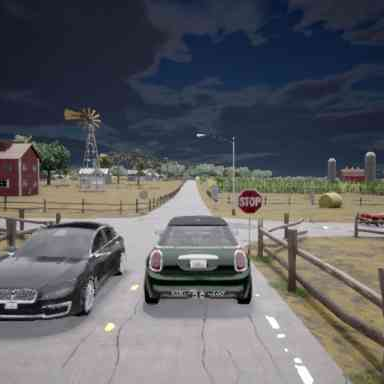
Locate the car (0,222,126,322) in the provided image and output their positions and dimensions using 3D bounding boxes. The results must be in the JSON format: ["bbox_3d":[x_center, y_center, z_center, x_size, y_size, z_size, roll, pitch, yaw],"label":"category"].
[{"bbox_3d":[-2.761,1.501,7.547,1.837,1.490,4.892,1,0,0],"label":"car"}]

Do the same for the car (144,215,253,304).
[{"bbox_3d":[0.124,1.348,8.272,2.097,1.767,4.553,0,0,0],"label":"car"}]

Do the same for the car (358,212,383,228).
[{"bbox_3d":[14.393,1.805,23.438,4.718,1.301,1.895,1,2,0],"label":"car"}]
